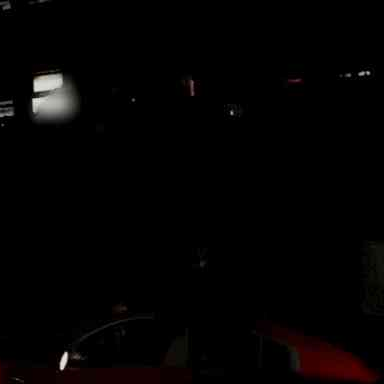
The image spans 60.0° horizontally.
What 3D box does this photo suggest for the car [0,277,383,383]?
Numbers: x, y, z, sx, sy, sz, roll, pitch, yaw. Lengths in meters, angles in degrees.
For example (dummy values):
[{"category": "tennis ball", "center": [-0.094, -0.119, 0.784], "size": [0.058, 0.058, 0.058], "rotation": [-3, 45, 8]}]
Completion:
[{"category": "car", "center": [-0.207, 1.547, 3.157], "size": [4.507, 1.381, 1.887], "rotation": [-1, -1, 12]}]
